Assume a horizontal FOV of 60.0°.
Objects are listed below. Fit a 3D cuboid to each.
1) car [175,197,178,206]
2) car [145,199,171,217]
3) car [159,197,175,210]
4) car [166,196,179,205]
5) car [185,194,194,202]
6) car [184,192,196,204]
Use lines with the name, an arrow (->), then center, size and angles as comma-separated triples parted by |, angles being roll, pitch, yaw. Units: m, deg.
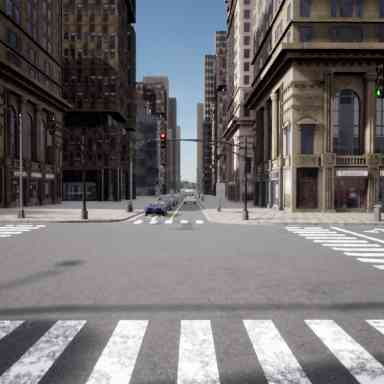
car -> -3.485, 1.512, 50.248 | 1.812, 1.442, 4.674 | 0, 0, -1
car -> -3.354, 1.592, 31.589 | 1.895, 1.301, 4.718 | 0, 0, -1
car -> -3.429, 1.493, 40.918 | 1.837, 1.490, 4.892 | 0, 0, 0
car -> -3.522, 1.532, 60.926 | 2.033, 1.411, 5.357 | 0, 0, 0
car -> -0.536, 1.338, 72.844 | 2.097, 1.767, 4.553 | 0, 0, 0
car -> -0.381, 1.206, 62.418 | 2.150, 2.045, 5.566 | 0, 0, 0
